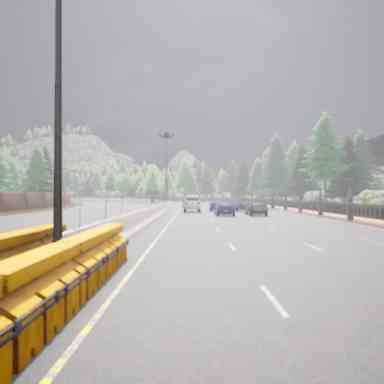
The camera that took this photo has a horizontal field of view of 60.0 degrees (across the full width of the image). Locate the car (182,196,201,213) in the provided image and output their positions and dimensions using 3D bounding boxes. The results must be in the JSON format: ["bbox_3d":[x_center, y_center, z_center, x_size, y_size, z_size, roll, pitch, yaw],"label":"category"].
[{"bbox_3d":[-0.002,1.592,43.502,2.150,2.045,5.566,0,0,-1],"label":"car"}]

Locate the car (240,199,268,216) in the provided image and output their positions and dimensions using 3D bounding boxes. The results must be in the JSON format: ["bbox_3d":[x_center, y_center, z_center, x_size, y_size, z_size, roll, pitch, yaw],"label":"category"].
[{"bbox_3d":[6.989,1.801,36.241,2.128,1.511,4.902,0,0,0],"label":"car"}]

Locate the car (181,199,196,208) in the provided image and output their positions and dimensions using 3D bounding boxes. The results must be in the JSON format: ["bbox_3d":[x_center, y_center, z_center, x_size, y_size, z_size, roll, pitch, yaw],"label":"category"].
[{"bbox_3d":[-0.659,1.985,57.914,2.128,1.511,4.902,0,0,-5],"label":"car"}]

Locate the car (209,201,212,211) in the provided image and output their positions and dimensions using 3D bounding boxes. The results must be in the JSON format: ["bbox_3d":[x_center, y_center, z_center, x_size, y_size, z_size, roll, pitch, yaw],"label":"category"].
[{"bbox_3d":[3.417,1.875,46.667,1.882,1.535,5.008,0,0,0],"label":"car"}]

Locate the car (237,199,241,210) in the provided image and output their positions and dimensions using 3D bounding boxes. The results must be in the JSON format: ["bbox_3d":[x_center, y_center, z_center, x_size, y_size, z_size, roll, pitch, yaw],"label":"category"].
[{"bbox_3d":[6.910,1.746,46.142,2.097,1.767,4.553,0,0,0],"label":"car"}]

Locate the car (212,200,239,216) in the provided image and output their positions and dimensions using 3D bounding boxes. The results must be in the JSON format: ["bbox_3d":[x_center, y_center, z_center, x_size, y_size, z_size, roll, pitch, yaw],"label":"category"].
[{"bbox_3d":[3.522,1.786,36.195,1.882,1.535,5.008,0,0,0],"label":"car"}]
